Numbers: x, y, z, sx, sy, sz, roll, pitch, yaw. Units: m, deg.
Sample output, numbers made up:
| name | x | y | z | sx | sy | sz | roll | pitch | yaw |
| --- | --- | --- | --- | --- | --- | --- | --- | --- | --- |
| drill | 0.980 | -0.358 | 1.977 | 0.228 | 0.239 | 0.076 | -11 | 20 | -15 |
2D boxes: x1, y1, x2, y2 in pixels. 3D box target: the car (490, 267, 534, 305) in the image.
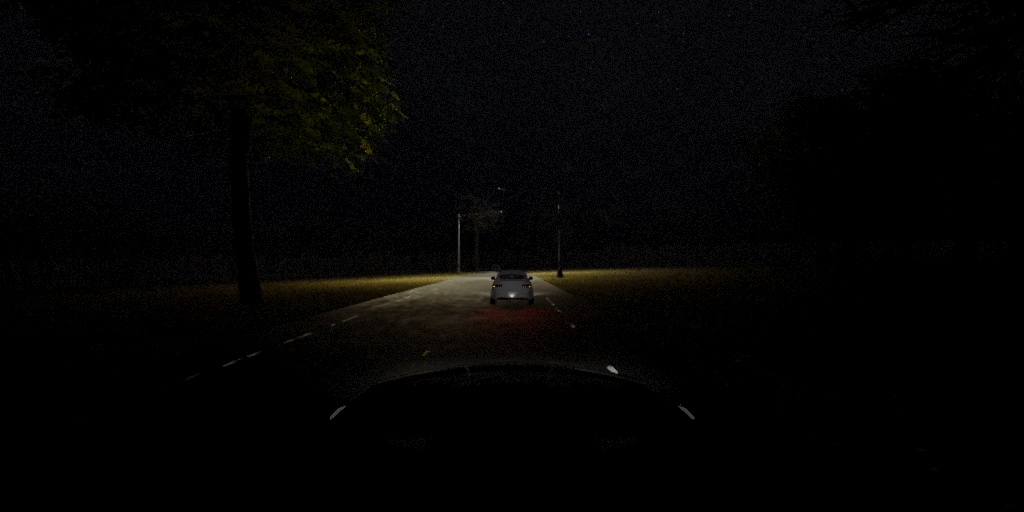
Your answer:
| name | x | y | z | sx | sy | sz | roll | pitch | yaw |
| --- | --- | --- | --- | --- | --- | --- | --- | --- | --- |
| car | 0.001 | 1.373 | 16.522 | 1.812 | 1.442 | 4.674 | 0 | -1 | 0 |
